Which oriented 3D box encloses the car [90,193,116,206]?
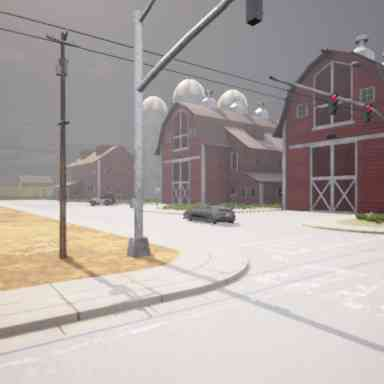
[{"bbox_3d":[-13.572,1.106,50.737,3.866,1.878,1.905,-2,5,11],"label":"car"}]

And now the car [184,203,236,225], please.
[{"bbox_3d":[1.212,1.509,23.831,1.994,1.385,4.181,0,0,-36],"label":"car"}]
